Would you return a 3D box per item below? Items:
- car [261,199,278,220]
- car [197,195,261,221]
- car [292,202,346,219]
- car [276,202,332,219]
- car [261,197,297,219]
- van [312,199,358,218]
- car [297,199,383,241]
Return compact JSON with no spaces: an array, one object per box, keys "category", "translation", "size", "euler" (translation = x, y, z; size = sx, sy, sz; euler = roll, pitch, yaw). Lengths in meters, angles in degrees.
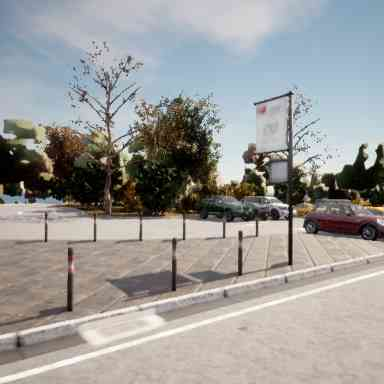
[{"category":"car","translation":[4.817,1.633,29.712],"size":[2.231,1.521,4.892],"euler":[2,-1,-36]},{"category":"car","translation":[2.676,1.318,28.129],"size":[2.435,2.045,5.566],"euler":[2,-1,-36]},{"category":"car","translation":[13.760,1.962,36.401],"size":[1.946,1.575,5.366],"euler":[3,-1,-36]},{"category":"car","translation":[11.601,1.872,34.848],"size":[1.946,1.575,5.366],"euler":[2,-1,-36]},{"category":"car","translation":[7.094,1.451,31.340],"size":[2.435,2.045,5.566],"euler":[2,-1,-36]},{"category":"van","translation":[16.209,1.841,37.792],"size":[1.878,1.987,4.442],"euler":[3,-1,-36]},{"category":"car","translation":[8.098,1.395,16.977],"size":[2.185,1.767,4.553],"euler":[2,-1,-36]}]
